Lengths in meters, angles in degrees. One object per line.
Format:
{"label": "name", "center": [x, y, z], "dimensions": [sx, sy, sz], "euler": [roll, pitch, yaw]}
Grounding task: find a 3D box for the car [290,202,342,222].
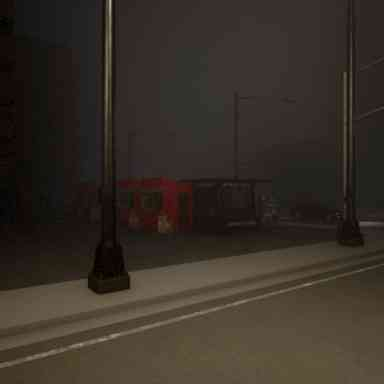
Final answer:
{"label": "car", "center": [10.499, 1.612, 27.588], "dimensions": [1.837, 1.490, 4.892], "euler": [0, -1, -36]}
